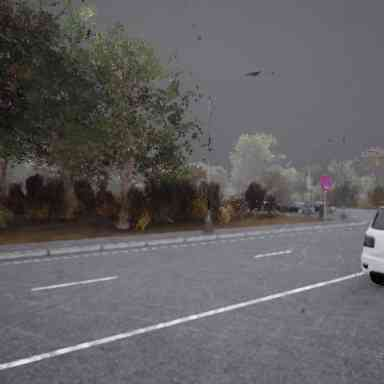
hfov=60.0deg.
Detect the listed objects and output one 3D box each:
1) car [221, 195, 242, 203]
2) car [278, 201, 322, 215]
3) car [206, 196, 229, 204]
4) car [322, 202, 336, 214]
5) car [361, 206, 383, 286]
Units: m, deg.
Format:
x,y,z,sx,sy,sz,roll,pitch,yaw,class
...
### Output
x,y,z,sx,sy,sz,roll,pitch,yaw,class
6.605,1.489,46.579,2.150,2.045,5.566,1,0,-32,car
11.846,1.762,38.246,2.128,1.511,4.902,1,0,-33,car
5.245,1.676,68.671,2.128,1.511,4.902,1,1,-33,car
14.876,1.792,40.029,2.128,1.511,4.902,1,0,-32,car
6.508,1.306,8.393,5.566,2.045,2.150,1,0,-36,car
